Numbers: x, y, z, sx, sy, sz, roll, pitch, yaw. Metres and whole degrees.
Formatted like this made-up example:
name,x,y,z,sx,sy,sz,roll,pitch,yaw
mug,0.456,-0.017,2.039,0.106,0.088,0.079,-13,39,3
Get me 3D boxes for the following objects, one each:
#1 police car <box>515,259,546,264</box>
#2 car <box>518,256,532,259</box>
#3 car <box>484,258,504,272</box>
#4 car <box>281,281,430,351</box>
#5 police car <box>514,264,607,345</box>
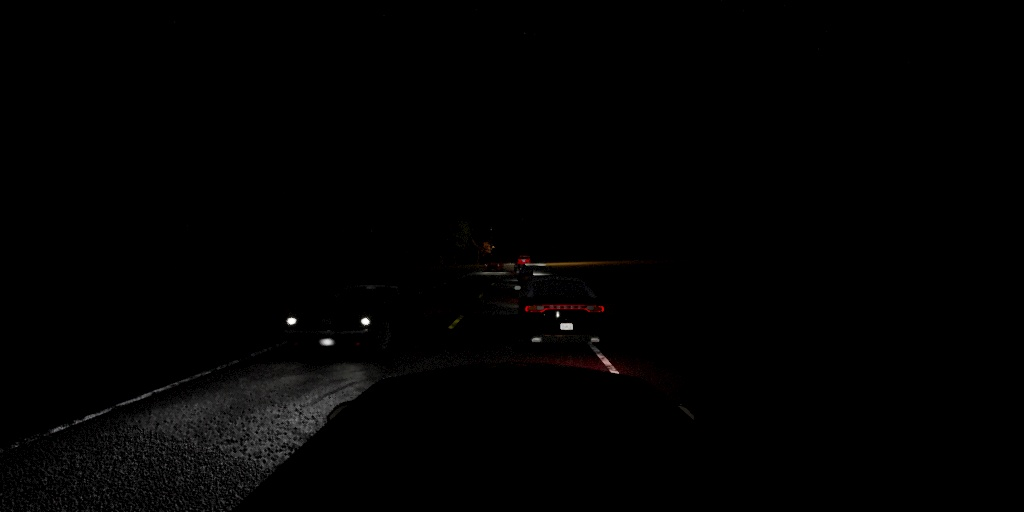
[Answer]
name,x,y,z,sx,sy,sz,roll,pitch,yaw
police car,1.268,1.175,19.566,1.930,1.638,5.238,0,0,1
car,2.087,0.956,59.913,2.150,2.045,5.566,0,0,4
car,-2.254,1.096,45.445,2.097,1.767,4.553,0,0,3
car,-3.542,1.351,9.110,1.895,1.301,4.718,0,0,1
police car,1.098,1.175,9.601,1.930,1.638,5.238,0,0,1
